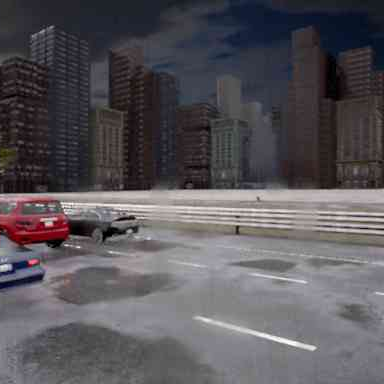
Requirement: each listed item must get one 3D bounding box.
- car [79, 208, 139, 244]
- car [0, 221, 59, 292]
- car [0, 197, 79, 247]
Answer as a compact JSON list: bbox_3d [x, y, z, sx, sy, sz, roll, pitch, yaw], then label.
[{"bbox_3d":[-4.694,1.505,15.921,4.902,1.511,2.128,0,0,36],"label":"car"},{"bbox_3d":[-5.752,1.558,8.070,5.357,1.411,2.033,0,0,36],"label":"car"},{"bbox_3d":[-7.313,1.234,13.497,5.566,2.045,2.150,0,0,36],"label":"car"}]
